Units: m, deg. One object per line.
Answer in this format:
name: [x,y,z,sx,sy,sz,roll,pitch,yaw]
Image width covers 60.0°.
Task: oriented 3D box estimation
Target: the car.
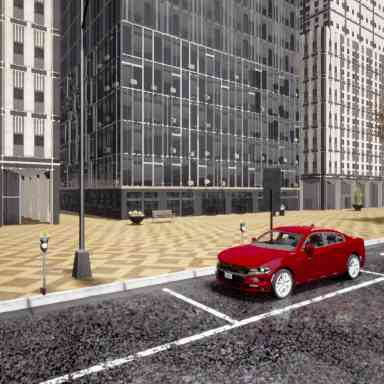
car: [2.606,1.545,8.422,4.507,1.381,1.887,0,0,-36]
